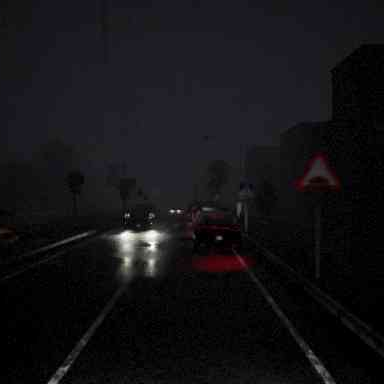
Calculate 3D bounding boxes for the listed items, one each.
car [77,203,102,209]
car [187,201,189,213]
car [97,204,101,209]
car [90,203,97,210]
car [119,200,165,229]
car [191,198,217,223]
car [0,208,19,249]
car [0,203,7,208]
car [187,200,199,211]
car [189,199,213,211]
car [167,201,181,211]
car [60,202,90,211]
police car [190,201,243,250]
[{"bbox_3d":[-21.755,2.974,70.895,4.674,1.452,2.002,0,-2,0],"label":"car"},{"bbox_3d":[0.120,2.450,51.134,2.128,1.511,4.902,0,-2,0],"label":"car"},{"bbox_3d":[-21.777,2.849,67.749,5.008,1.535,2.097,0,-2,0],"label":"car"},{"bbox_3d":[-21.780,2.762,64.477,4.892,1.521,2.231,0,-2,0],"label":"car"},{"bbox_3d":[-3.321,1.559,22.914,2.097,1.767,4.553,0,-1,0],"label":"car"},{"bbox_3d":[1.021,1.631,30.628,2.150,2.045,5.566,0,-2,0],"label":"car"},{"bbox_3d":[-9.365,1.507,12.322,5.366,1.575,1.946,0,-1,0],"label":"car"},{"bbox_3d":[-21.880,1.975,33.705,4.674,1.452,2.002,0,-2,0],"label":"car"},{"bbox_3d":[0.176,2.588,66.180,2.150,2.045,5.566,0,-2,0],"label":"car"},{"bbox_3d":[1.004,1.598,24.562,2.097,1.767,4.553,0,-1,0],"label":"car"},{"bbox_3d":[-3.110,2.858,63.795,1.994,1.385,4.181,0,-2,1],"label":"car"},{"bbox_3d":[-21.797,2.713,61.201,4.674,1.452,2.002,0,-2,0],"label":"car"},{"bbox_3d":[1.007,1.467,14.680,1.930,1.638,5.238,1,0,0],"label":"police car"}]
